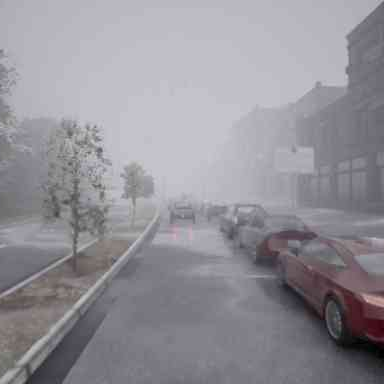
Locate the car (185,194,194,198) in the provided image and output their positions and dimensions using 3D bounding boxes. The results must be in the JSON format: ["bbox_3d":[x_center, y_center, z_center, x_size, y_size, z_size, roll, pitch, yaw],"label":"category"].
[{"bbox_3d":[0.559,1.473,45.327,1.946,1.575,5.366,0,0,-6],"label":"car"}]

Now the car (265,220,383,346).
[{"bbox_3d":[2.994,1.526,6.282,2.002,1.452,4.674,0,0,-1],"label":"car"}]

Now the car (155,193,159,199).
[{"bbox_3d":[-8.035,1.272,90.377,2.163,1.488,4.792,0,0,-15],"label":"car"}]

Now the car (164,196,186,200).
[{"bbox_3d":[-2.206,1.557,42.798,1.994,1.385,4.181,0,0,-6],"label":"car"}]

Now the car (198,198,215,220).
[{"bbox_3d":[2.044,1.492,28.509,2.231,1.521,4.892,0,0,-4],"label":"car"}]

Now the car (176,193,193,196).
[{"bbox_3d":[-0.861,1.194,56.208,2.435,2.045,5.566,0,0,-8],"label":"car"}]

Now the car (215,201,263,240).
[{"bbox_3d":[2.673,1.366,17.381,2.185,1.767,4.553,0,0,-2],"label":"car"}]

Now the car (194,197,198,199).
[{"bbox_3d":[1.623,1.488,34.055,2.097,1.535,5.008,0,0,-4],"label":"car"}]

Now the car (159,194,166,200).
[{"bbox_3d":[-6.265,1.286,83.562,1.946,1.575,5.366,0,0,-13],"label":"car"}]

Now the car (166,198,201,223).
[{"bbox_3d":[-0.783,1.498,25.775,2.128,1.511,4.902,0,0,-4],"label":"car"}]

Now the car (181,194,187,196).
[{"bbox_3d":[-0.109,1.460,50.851,1.946,1.575,5.366,0,0,-7],"label":"car"}]

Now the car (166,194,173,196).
[{"bbox_3d":[-3.811,1.354,72.820,1.946,1.575,5.366,0,0,-11],"label":"car"}]

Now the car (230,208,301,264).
[{"bbox_3d":[2.879,1.520,11.884,2.163,1.488,4.792,0,0,-1],"label":"car"}]
